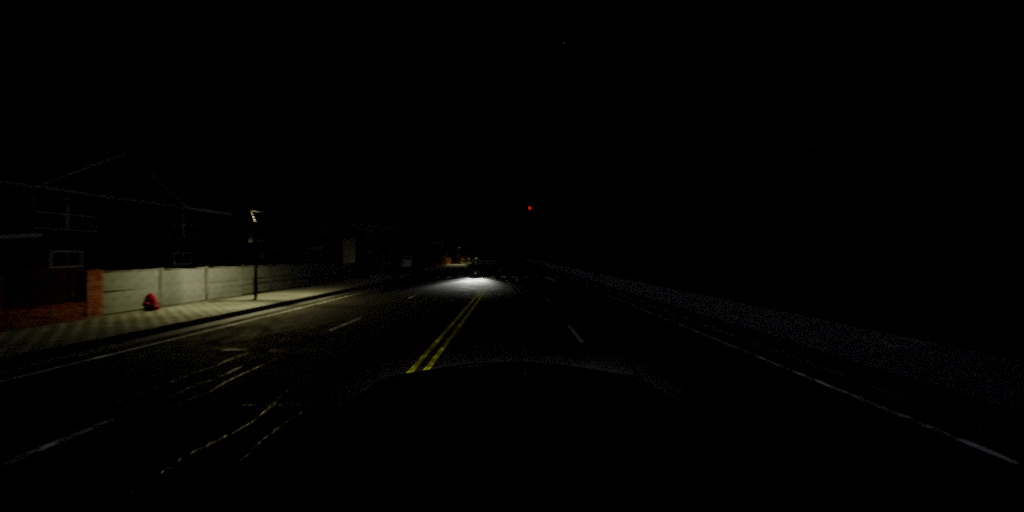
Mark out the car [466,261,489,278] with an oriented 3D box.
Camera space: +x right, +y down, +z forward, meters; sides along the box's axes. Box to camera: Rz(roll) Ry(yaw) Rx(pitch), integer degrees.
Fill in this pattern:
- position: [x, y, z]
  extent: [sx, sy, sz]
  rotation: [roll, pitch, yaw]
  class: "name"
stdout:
- position: [-3.251, 1.273, 34.450]
  extent: [2.128, 1.511, 4.902]
  rotation: [0, 0, 0]
  class: "car"
